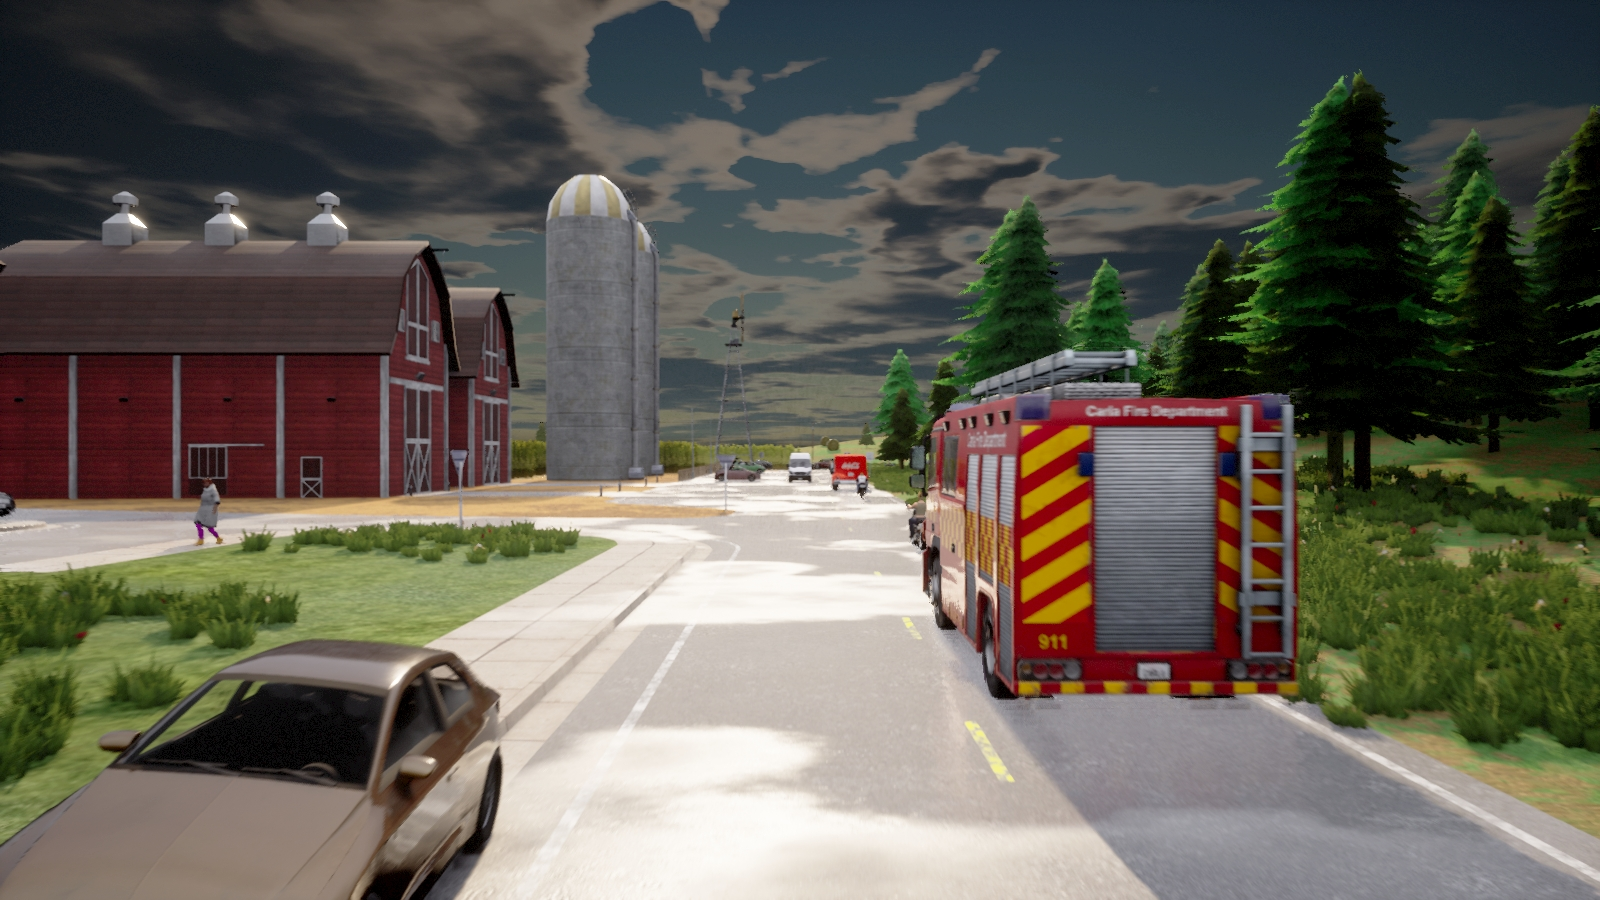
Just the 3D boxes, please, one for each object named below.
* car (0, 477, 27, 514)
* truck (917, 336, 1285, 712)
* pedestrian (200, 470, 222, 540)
[{"bbox_3d":[-35.332,1.916,48.125,4.902,1.511,2.128,0,0,20],"label":"car"},{"bbox_3d":[3.499,0.751,15.875,2.891,3.827,8.468,0,0,0],"label":"truck"},{"bbox_3d":[-15.870,1.470,30.793,0.375,1.860,0.375,0,0,25],"label":"pedestrian"}]
